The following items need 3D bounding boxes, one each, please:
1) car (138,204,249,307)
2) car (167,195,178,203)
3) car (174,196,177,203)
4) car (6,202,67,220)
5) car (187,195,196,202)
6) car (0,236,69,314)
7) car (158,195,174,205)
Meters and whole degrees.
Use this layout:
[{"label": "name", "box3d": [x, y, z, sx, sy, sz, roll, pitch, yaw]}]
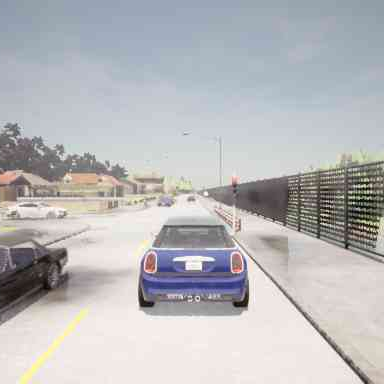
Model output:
[{"label": "car", "box3d": [0.037, 1.352, 8.119, 2.097, 1.767, 4.553, 0, 0, 0]}, {"label": "car", "box3d": [-4.133, 1.478, 71.005, 1.882, 1.535, 5.008, 0, 0, 0]}, {"label": "car", "box3d": [-4.183, 1.547, 60.742, 2.033, 1.411, 5.357, 0, 0, 0]}, {"label": "car", "box3d": [-12.659, 1.526, 27.193, 4.674, 1.442, 1.812, 0, 0, 0]}, {"label": "car", "box3d": [-0.142, 1.524, 76.319, 1.812, 1.442, 4.674, 0, 0, 0]}, {"label": "car", "box3d": [-4.088, 1.601, 6.286, 1.895, 1.301, 4.718, 0, 0, 0]}, {"label": "car", "box3d": [-4.182, 1.526, 50.974, 1.812, 1.442, 4.674, 0, 0, 0]}]
